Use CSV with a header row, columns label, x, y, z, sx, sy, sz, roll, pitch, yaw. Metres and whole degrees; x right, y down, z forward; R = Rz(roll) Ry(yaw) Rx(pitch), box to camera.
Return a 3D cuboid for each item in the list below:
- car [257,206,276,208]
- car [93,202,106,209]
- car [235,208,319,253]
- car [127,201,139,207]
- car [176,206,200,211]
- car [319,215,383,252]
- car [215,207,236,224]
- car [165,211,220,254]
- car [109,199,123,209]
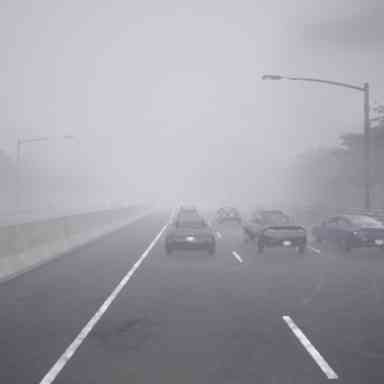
label,x,y,z,sx,sy,sz,roll,pitch,yaw
car,6.635,1.950,29.839,1.882,1.535,5.008,0,-1,-1
car,-19.651,2.918,71.031,1.994,1.385,4.181,0,-2,-3
car,3.418,1.676,14.468,2.128,1.511,4.902,0,-1,-1
car,-12.669,2.731,71.533,2.097,1.767,4.553,0,-2,-3
car,-0.359,1.958,29.495,2.128,1.511,4.902,0,-1,-1
car,6.917,1.711,14.613,1.812,1.442,4.674,0,-1,0
car,3.144,2.008,29.272,2.033,1.411,5.357,0,-1,-1
car,-0.081,1.747,14.429,1.994,1.385,4.181,0,-1,-1
car,-16.157,2.595,71.243,2.150,2.045,5.566,0,-2,-3
